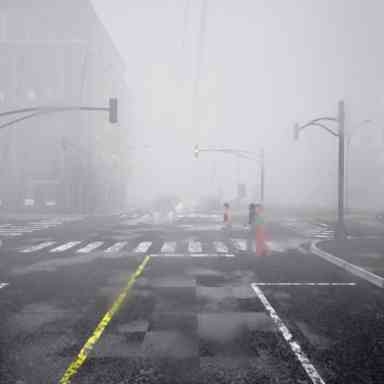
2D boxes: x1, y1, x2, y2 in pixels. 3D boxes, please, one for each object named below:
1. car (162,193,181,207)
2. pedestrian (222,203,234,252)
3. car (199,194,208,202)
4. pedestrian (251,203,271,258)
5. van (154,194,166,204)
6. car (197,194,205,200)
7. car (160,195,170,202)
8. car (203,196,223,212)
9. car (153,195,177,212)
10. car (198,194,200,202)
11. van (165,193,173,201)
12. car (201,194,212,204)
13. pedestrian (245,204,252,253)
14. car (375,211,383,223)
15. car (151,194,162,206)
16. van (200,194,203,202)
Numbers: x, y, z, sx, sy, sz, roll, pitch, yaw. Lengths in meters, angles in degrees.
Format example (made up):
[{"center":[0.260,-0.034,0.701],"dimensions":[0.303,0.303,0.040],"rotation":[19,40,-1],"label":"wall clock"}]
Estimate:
[{"center":[-3.152,1.306,51.368],"dimensions":[2.097,1.767,4.553],"rotation":[0,0,-1],"label":"car"},{"center":[1.350,1.289,12.435],"dimensions":[0.375,1.860,0.375],"rotation":[-1,1,0],"label":"pedestrian"},{"center":[2.563,1.348,77.615],"dimensions":[1.967,1.590,4.097],"rotation":[-1,0,0],"label":"car"},{"center":[2.328,1.290,11.233],"dimensions":[0.375,1.860,0.375],"rotation":[-1,1,0],"label":"pedestrian"},{"center":[-5.773,1.281,60.635],"dimensions":[1.690,1.788,3.998],"rotation":[-1,0,0],"label":"van"},{"center":[2.575,1.307,94.553],"dimensions":[1.967,1.590,4.097],"rotation":[-1,0,0],"label":"car"},{"center":[-5.783,1.464,71.927],"dimensions":[1.887,1.381,4.507],"rotation":[-1,0,0],"label":"car"},{"center":[2.603,1.518,38.095],"dimensions":[1.887,1.381,4.507],"rotation":[-1,0,0],"label":"car"},{"center":[-3.140,1.449,39.316],"dimensions":[1.882,1.535,5.008],"rotation":[0,0,0],"label":"car"},{"center":[2.577,1.485,60.678],"dimensions":[1.887,1.381,4.507],"rotation":[-1,0,0],"label":"car"},{"center":[-5.798,1.236,83.221],"dimensions":[1.690,1.788,3.998],"rotation":[-1,0,0],"label":"van"},{"center":[2.595,1.405,43.740],"dimensions":[1.967,1.590,4.097],"rotation":[-1,0,0],"label":"car"},{"center":[2.201,1.290,11.840],"dimensions":[0.375,1.860,0.375],"rotation":[-1,1,0],"label":"pedestrian"},{"center":[15.452,1.607,23.729],"dimensions":[4.181,1.385,1.994],"rotation":[0,1,1],"label":"car"},{"center":[-5.763,1.515,54.990],"dimensions":[1.947,1.339,4.313],"rotation":[-1,0,0],"label":"car"},{"center":[2.581,1.290,55.032],"dimensions":[1.690,1.788,3.998],"rotation":[-1,0,0],"label":"van"}]
